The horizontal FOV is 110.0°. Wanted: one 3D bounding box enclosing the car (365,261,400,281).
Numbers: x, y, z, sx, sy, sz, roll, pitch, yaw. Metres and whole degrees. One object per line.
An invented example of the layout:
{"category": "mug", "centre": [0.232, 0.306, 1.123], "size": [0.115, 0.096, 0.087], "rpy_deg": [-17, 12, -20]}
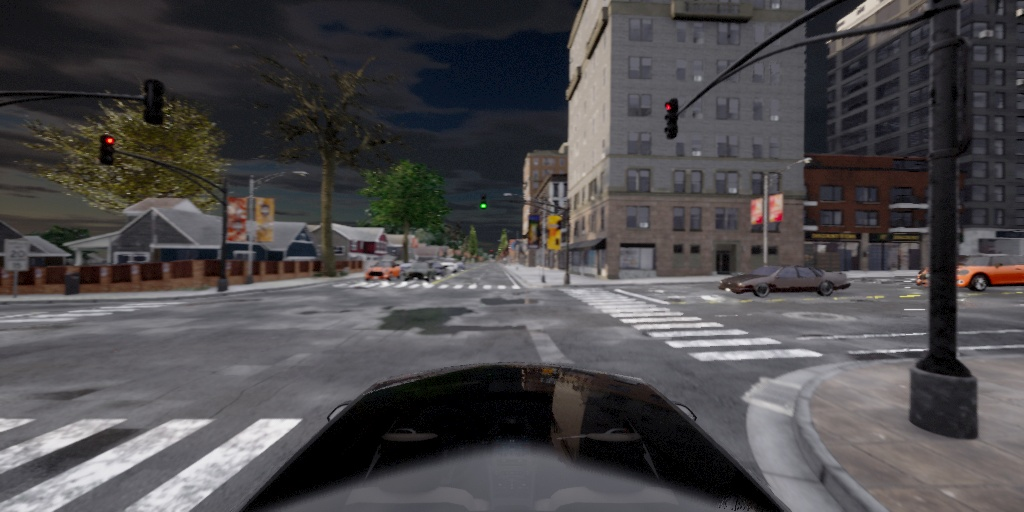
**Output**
{"category": "car", "centre": [-11.336, 1.236, 31.792], "size": [2.097, 1.767, 4.553], "rpy_deg": [1, -1, -3]}

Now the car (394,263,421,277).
{"category": "car", "centre": [-11.741, 1.502, 40.519], "size": [1.812, 1.442, 4.674], "rpy_deg": [1, -1, -3]}

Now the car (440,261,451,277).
{"category": "car", "centre": [-8.493, 1.589, 40.488], "size": [1.994, 1.385, 4.181], "rpy_deg": [1, -1, -2]}

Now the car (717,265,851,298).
{"category": "car", "centre": [12.756, 1.132, 16.937], "size": [5.357, 1.411, 2.033], "rpy_deg": [-1, 0, -3]}

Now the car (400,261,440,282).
{"category": "car", "centre": [-8.076, 1.286, 31.882], "size": [2.097, 1.767, 4.553], "rpy_deg": [1, -1, -3]}

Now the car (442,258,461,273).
{"category": "car", "centre": [-8.971, 1.365, 50.878], "size": [2.150, 2.045, 5.566], "rpy_deg": [1, -1, -3]}

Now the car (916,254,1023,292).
{"category": "car", "centre": [22.671, 0.715, 17.427], "size": [4.553, 1.767, 2.097], "rpy_deg": [-1, 0, -3]}
